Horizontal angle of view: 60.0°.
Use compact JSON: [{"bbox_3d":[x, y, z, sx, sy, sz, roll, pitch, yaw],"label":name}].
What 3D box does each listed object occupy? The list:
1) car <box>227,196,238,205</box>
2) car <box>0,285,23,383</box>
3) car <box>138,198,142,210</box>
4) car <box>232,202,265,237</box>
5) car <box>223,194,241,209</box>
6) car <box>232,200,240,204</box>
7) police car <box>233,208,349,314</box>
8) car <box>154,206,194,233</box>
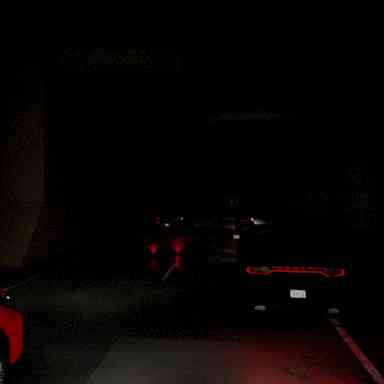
[{"bbox_3d":[6.986,1.516,57.794,1.812,1.442,4.674,0,0,7],"label":"car"},{"bbox_3d":[-3.122,1.222,1.369,2.150,2.045,5.566,0,0,5],"label":"car"},{"bbox_3d":[-5.743,1.471,40.225,1.882,1.535,5.008,0,0,7],"label":"car"},{"bbox_3d":[3.219,1.502,17.696,1.837,1.490,4.892,0,0,7],"label":"car"},{"bbox_3d":[5.323,1.214,44.073,2.150,2.045,5.566,0,0,8],"label":"car"},{"bbox_3d":[3.952,1.522,23.651,1.812,1.442,4.674,0,0,7],"label":"car"},{"bbox_3d":[2.011,1.424,7.881,1.930,1.638,5.238,0,0,7],"label":"police car"},{"bbox_3d":[-1.014,1.522,19.690,1.812,1.442,4.674,0,0,7],"label":"car"}]
